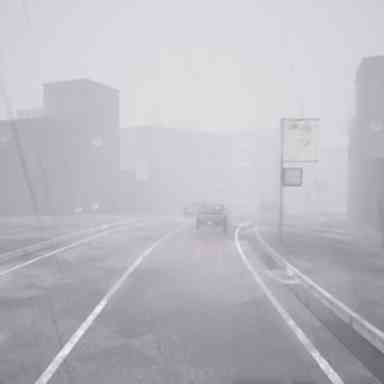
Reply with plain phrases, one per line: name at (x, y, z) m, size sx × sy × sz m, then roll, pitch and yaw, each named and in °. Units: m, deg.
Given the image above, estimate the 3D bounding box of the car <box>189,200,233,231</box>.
car at (1.453, 1.525, 20.995) m, size 2.128 × 1.511 × 4.902 m, roll 1°, pitch 0°, yaw 11°

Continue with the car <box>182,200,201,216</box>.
car at (0.714, 1.495, 31.098) m, size 1.837 × 1.490 × 4.892 m, roll 1°, pitch 0°, yaw 23°

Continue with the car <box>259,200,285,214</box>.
car at (9.589, 1.702, 39.589) m, size 2.128 × 1.511 × 4.902 m, roll 3°, pitch 1°, yaw 35°

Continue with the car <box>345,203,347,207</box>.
car at (29.927, 2.239, 60.038) m, size 5.008 × 1.535 × 1.882 m, roll 2°, pitch 3°, yaw -22°
